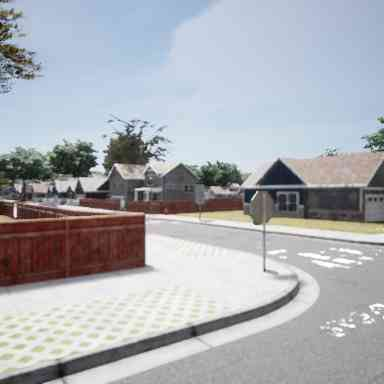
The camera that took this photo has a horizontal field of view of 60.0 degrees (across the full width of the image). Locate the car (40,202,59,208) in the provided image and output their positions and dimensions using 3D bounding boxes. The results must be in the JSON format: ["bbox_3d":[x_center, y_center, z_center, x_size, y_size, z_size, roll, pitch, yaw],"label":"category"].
[{"bbox_3d":[-19.825,2.031,45.994,1.895,1.301,4.718,1,-1,-36],"label":"car"}]
